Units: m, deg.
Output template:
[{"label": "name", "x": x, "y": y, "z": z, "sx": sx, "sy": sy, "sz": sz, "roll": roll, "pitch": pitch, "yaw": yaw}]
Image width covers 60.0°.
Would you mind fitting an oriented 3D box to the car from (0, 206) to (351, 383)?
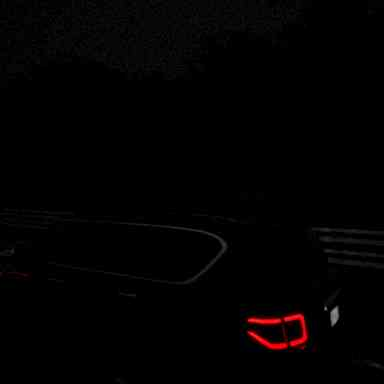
[{"label": "car", "x": -0.871, "y": 1.222, "z": 4.614, "sx": 5.566, "sy": 2.045, "sz": 2.150, "roll": 0, "pitch": 0, "yaw": 35}]
